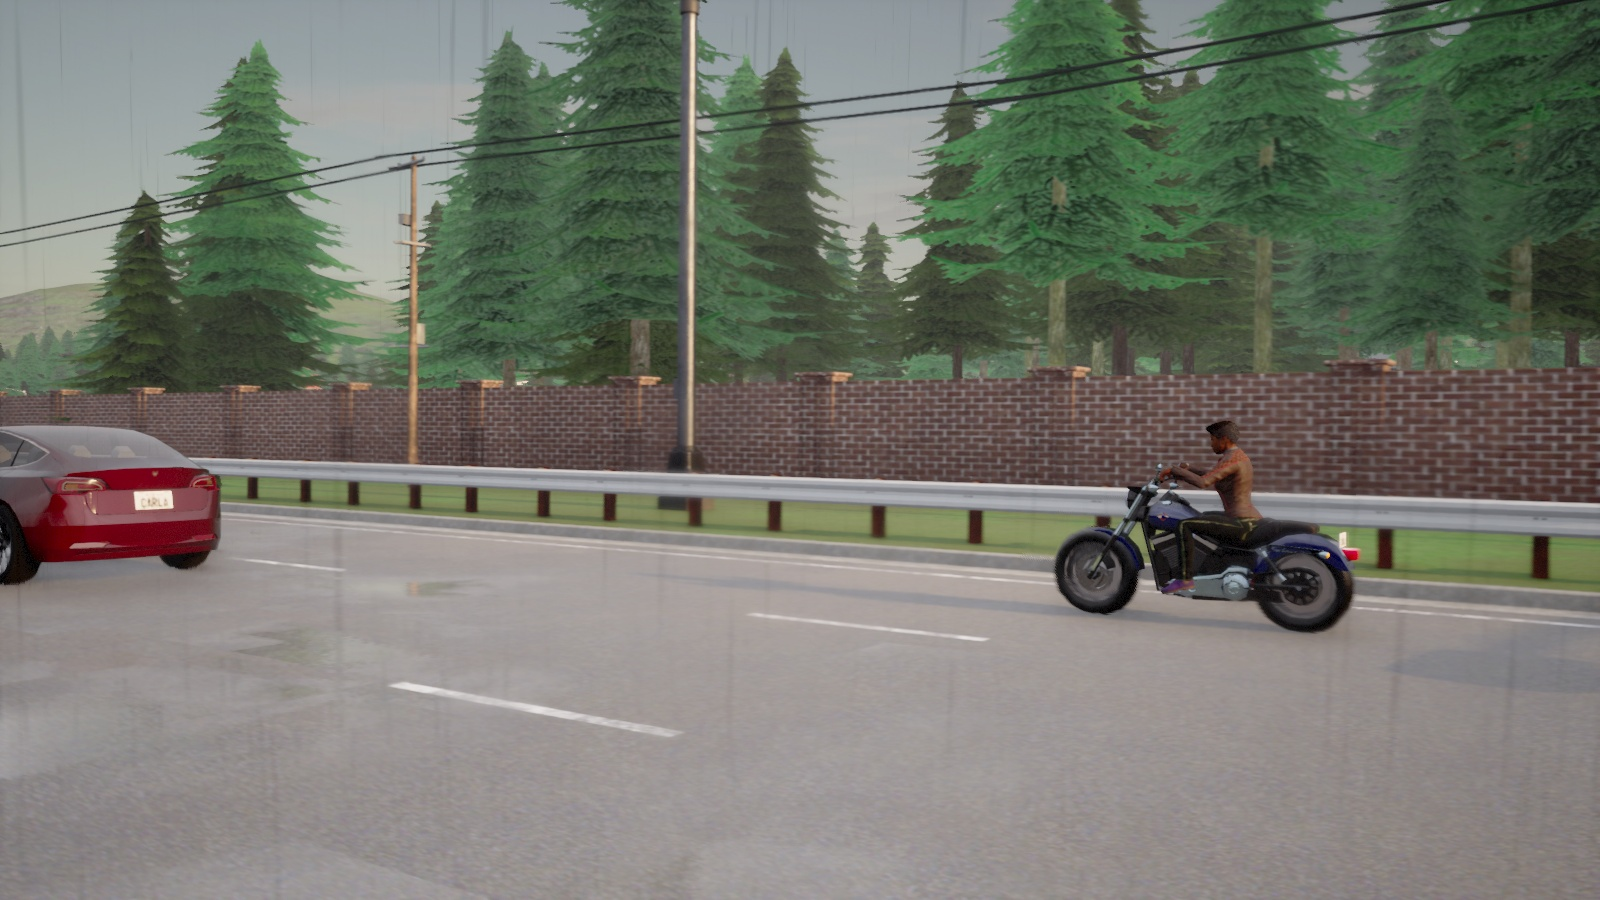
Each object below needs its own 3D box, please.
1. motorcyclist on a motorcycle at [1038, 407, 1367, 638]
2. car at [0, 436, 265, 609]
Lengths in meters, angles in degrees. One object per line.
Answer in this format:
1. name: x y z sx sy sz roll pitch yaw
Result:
1. motorcyclist on a motorcycle: 3.142 0.518 9.938 2.350 1.649 0.766 0 1 34
2. car: -8.028 0.624 13.159 4.792 1.488 2.163 0 1 34
